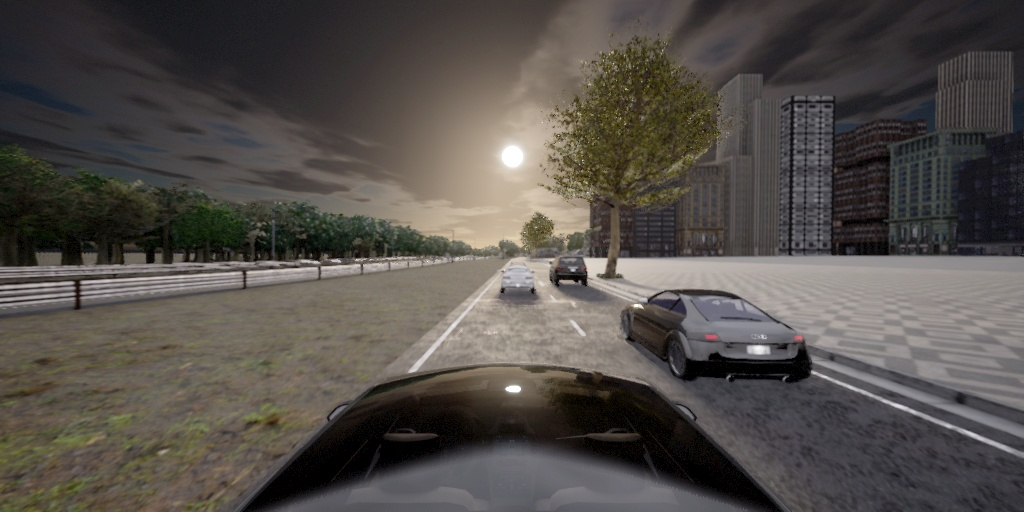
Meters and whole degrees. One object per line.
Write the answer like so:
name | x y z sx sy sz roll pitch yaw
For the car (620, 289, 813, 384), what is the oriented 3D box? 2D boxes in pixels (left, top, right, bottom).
car | 3.655 1.347 7.277 1.994 1.385 4.181 1 0 1

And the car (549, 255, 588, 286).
car | 3.920 0.974 25.464 2.150 2.045 5.566 1 0 1

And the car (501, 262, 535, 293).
car | 0.342 1.260 20.752 1.812 1.442 4.674 1 0 1
